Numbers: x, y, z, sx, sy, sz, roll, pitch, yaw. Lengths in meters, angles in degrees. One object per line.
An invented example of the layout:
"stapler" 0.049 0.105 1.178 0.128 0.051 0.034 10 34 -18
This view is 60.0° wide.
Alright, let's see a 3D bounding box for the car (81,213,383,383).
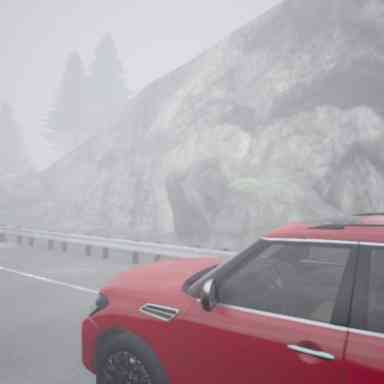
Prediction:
"car" 1.437 1.214 2.892 5.566 2.045 2.150 0 0 36
